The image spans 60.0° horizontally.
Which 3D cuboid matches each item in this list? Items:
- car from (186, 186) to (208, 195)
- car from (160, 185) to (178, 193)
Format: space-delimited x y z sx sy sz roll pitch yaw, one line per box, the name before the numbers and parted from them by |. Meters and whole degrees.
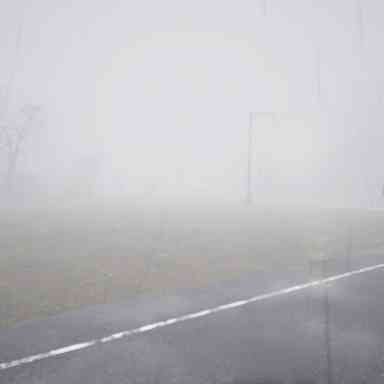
car | 0.911 -0.279 60.819 1.882 1.535 5.008 0 2 -36
car | -4.920 -0.690 68.944 1.882 1.535 5.008 0 2 -36
